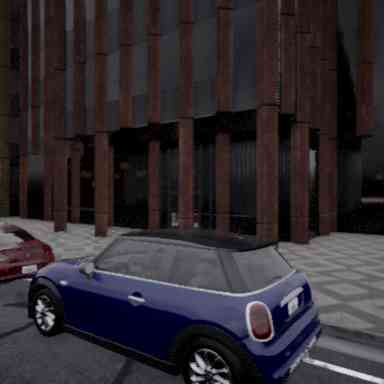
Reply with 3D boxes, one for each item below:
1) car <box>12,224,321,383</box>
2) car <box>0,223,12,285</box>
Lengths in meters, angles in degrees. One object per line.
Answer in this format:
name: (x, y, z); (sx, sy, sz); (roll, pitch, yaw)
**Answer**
car: (-0.542, 1.354, 5.146); (4.553, 1.767, 2.097); (0, 0, 36)
car: (-5.444, 1.525, 8.657); (4.674, 1.442, 1.812); (0, 0, 36)
